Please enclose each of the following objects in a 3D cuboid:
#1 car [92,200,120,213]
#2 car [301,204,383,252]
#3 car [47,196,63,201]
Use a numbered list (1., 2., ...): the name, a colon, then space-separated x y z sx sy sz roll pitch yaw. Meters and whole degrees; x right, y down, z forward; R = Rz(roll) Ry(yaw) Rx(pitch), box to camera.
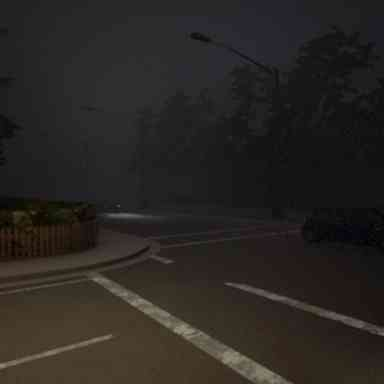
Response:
1. car: -9.290 1.508 35.116 1.895 1.301 4.718 -1 0 -36
2. car: 6.909 1.350 13.576 2.097 1.767 4.553 0 1 -42
3. car: -21.180 1.402 51.640 1.882 1.535 5.008 -1 0 -36
